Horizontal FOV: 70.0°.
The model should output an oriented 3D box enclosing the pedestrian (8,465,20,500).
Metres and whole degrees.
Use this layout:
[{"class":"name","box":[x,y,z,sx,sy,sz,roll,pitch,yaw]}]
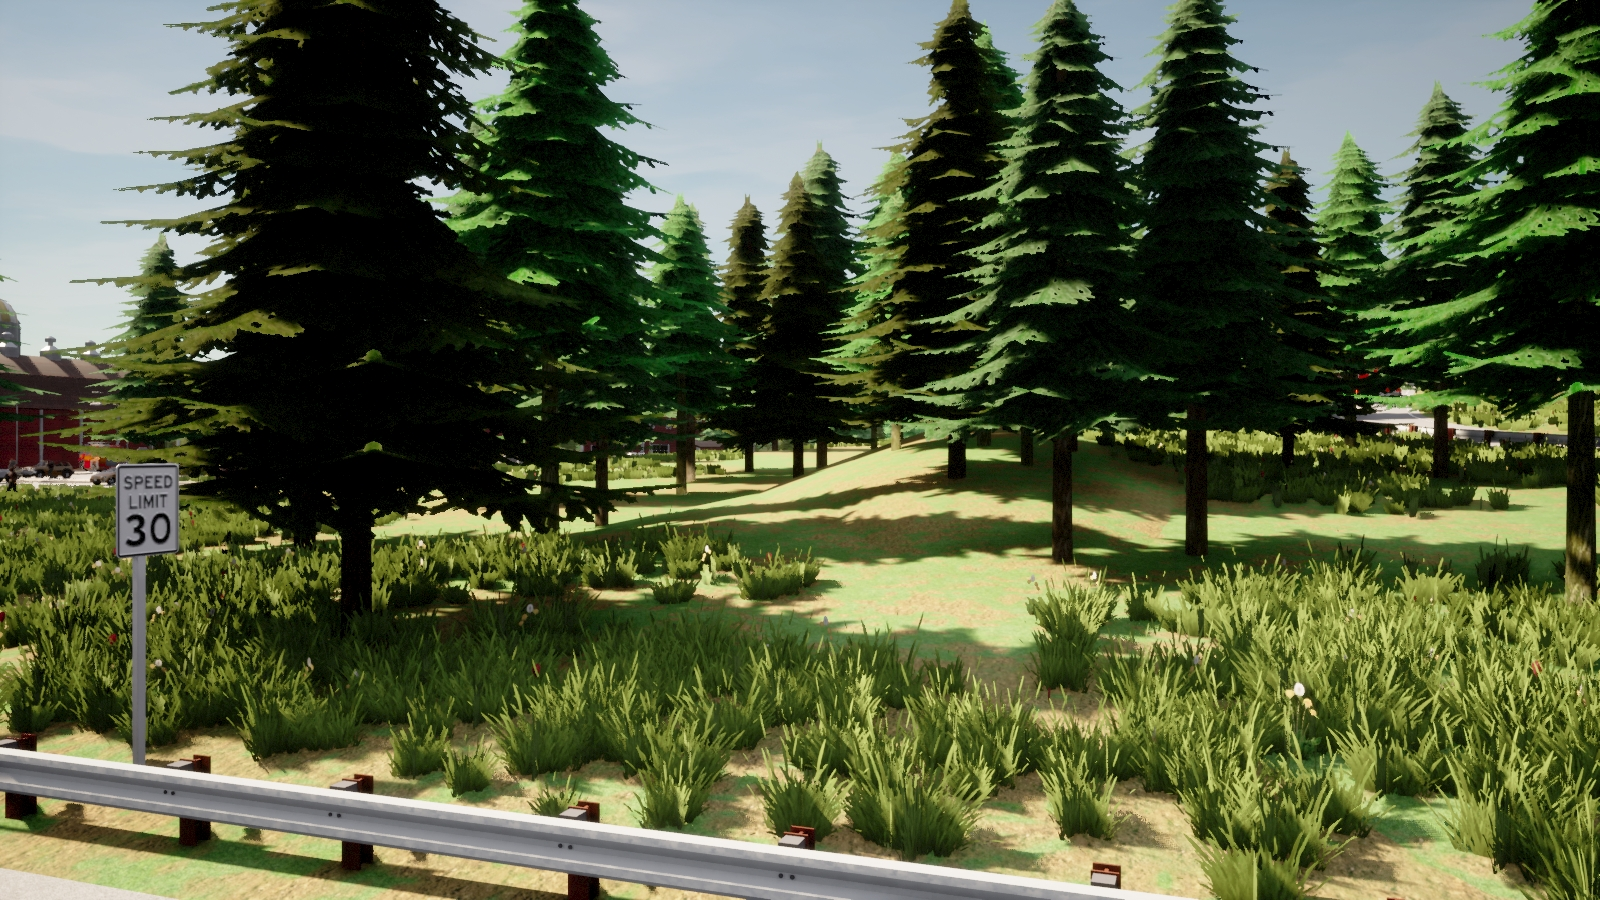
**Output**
[{"class":"pedestrian","box":[-41.585,1.700,60.437,0.375,1.860,0.375,0,0,9]}]
